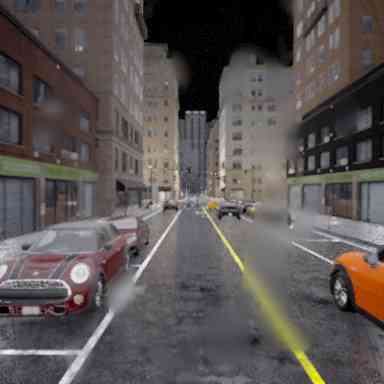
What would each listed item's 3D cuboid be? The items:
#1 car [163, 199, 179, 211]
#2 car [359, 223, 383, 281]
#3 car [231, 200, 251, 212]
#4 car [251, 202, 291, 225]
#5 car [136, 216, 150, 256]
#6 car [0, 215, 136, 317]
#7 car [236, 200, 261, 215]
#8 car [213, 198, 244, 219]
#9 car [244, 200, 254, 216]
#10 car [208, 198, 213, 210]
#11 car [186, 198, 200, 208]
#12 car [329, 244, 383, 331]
[{"bbox_3d":[-2.569,1.571,41.014,1.887,1.381,4.507,0,0,0],"label":"car"},{"bbox_3d":[5.874,1.579,7.476,2.008,1.369,4.403,0,0,0],"label":"car"},{"bbox_3d":[5.976,1.637,40.991,1.802,1.307,4.206,0,0,0],"label":"car"},{"bbox_3d":[5.925,1.595,24.233,2.008,1.369,4.403,0,0,0],"label":"car"},{"bbox_3d":[-2.647,1.588,13.085,1.802,1.307,4.206,0,0,0],"label":"car"},{"bbox_3d":[-2.664,1.440,7.499,1.967,1.590,4.097,0,0,0],"label":"car"},{"bbox_3d":[5.959,1.618,35.405,1.947,1.339,4.313,0,0,0],"label":"car"},{"bbox_3d":[3.111,1.544,29.233,1.837,1.490,4.892,0,0,0],"label":"car"},{"bbox_3d":[5.943,1.574,29.989,1.752,1.417,4.829,0,0,0],"label":"car"},{"bbox_3d":[3.136,1.524,42.862,1.882,1.535,5.008,0,0,1],"label":"car"},{"bbox_3d":[0.132,1.567,49.917,1.812,1.442,4.674,0,0,0],"label":"car"},{"bbox_3d":[3.841,1.371,4.914,2.097,1.767,4.553,0,0,0],"label":"car"}]
